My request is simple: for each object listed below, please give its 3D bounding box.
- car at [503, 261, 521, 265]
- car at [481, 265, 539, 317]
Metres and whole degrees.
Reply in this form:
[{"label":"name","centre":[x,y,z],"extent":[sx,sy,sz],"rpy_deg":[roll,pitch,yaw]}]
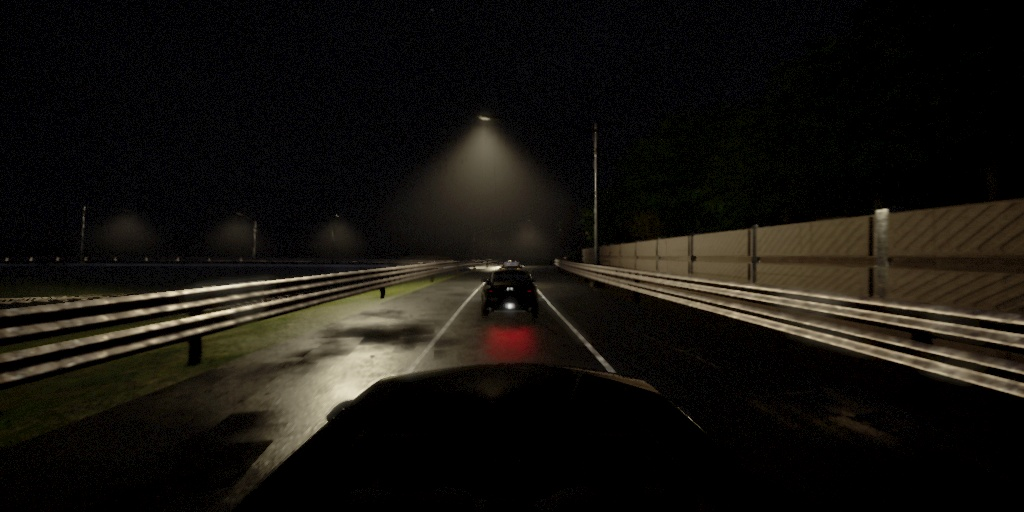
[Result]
[{"label":"car","centre":[-0.007,1.175,29.652],"extent":[2.128,1.511,4.902],"rpy_deg":[0,0,2]},{"label":"car","centre":[-0.080,1.231,13.055],"extent":[1.837,1.490,4.892],"rpy_deg":[0,0,-1]}]
